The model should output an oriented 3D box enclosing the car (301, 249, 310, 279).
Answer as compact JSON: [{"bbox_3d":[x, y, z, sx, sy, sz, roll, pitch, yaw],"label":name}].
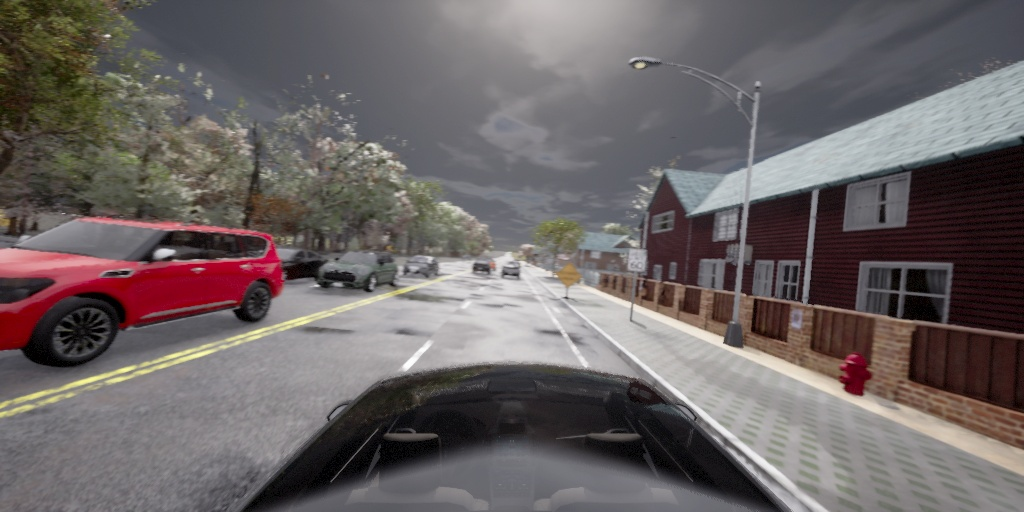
[{"bbox_3d":[-9.895,0.334,15.604,1.882,1.535,5.008,6,0,0],"label":"car"}]

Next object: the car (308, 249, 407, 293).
[{"bbox_3d":[-6.648,0.532,16.060,2.097,1.767,4.553,6,0,0],"label":"car"}]

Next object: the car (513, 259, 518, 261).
[{"bbox_3d":[-0.131,1.533,48.851,1.837,1.490,4.892,6,0,0],"label":"car"}]

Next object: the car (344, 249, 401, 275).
[{"bbox_3d":[-9.906,0.413,25.971,2.128,1.511,4.902,6,0,0],"label":"car"}]

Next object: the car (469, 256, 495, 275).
[{"bbox_3d":[-3.281,1.137,39.518,1.882,1.535,5.008,6,0,-1],"label":"car"}]

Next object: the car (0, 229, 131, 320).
[{"bbox_3d":[-9.878,0.273,5.842,1.882,1.535,5.008,6,0,0],"label":"car"}]

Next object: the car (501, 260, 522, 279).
[{"bbox_3d":[-0.086,1.446,36.060,2.128,1.511,4.902,6,0,1],"label":"car"}]

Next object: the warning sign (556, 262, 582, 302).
[{"bbox_3d":[2.683,1.231,17.722,1.300,1.860,1.060,0,0,0],"label":"warning sign"}]

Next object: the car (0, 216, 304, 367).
[{"bbox_3d":[-6.618,0.341,6.472,2.150,2.045,5.566,6,0,0],"label":"car"}]

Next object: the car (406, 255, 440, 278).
[{"bbox_3d":[-6.671,0.736,26.780,2.128,1.511,4.902,6,0,0],"label":"car"}]

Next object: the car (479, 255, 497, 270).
[{"bbox_3d":[-3.292,1.076,50.844,2.097,1.767,4.553,6,0,-1],"label":"car"}]
